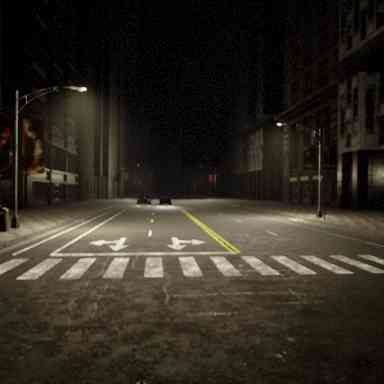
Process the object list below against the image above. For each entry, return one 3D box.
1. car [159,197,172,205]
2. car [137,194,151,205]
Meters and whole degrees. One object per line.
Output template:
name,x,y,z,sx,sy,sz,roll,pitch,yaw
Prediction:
car,-4.188,1.372,51.900,1.895,1.301,4.718,1,0,-6
car,-7.424,1.093,51.620,2.097,1.767,4.553,1,0,-6
